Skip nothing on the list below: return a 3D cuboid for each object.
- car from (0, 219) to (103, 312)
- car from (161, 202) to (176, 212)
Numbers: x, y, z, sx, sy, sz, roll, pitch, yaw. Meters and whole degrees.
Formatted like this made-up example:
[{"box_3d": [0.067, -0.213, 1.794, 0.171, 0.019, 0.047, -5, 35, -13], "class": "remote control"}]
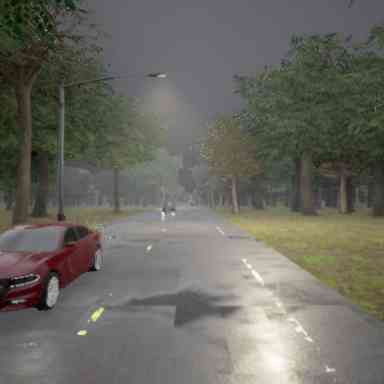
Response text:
[{"box_3d": [-3.599, 1.486, 8.000, 1.882, 1.535, 5.008, 0, 0, 0], "class": "car"}, {"box_3d": [-3.559, 2.318, 51.282, 1.812, 1.442, 4.674, 0, -2, 0], "class": "car"}]
